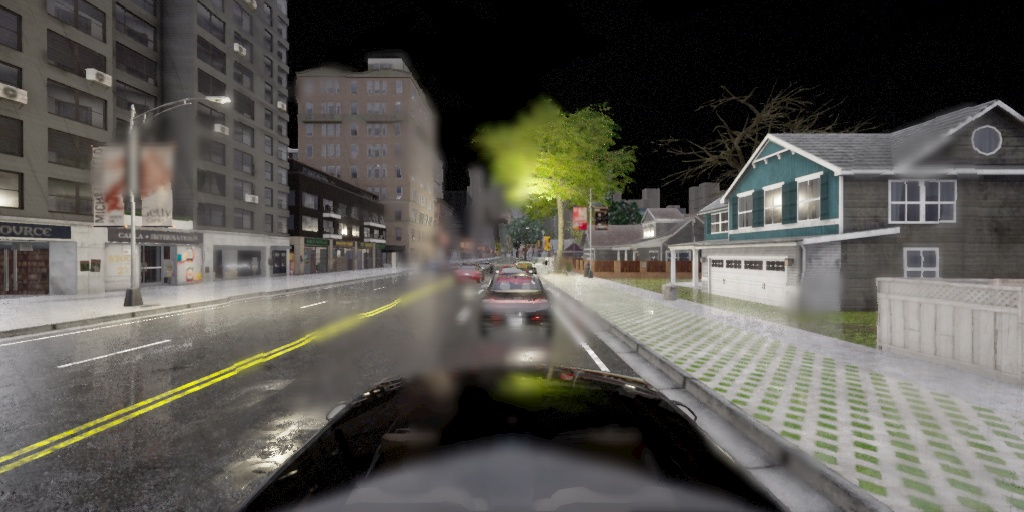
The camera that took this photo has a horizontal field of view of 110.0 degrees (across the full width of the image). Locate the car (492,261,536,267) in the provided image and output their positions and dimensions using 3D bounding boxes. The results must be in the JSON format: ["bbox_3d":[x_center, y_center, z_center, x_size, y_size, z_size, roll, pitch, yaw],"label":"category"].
[{"bbox_3d":[0.118,1.219,19.816,1.882,1.535,5.008,0,0,0],"label":"car"}]

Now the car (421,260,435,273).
[{"bbox_3d":[-9.809,1.237,43.899,1.812,1.442,4.674,0,0,0],"label":"car"}]

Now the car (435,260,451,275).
[{"bbox_3d":[-6.564,1.283,38.471,1.994,1.385,4.181,0,0,0],"label":"car"}]

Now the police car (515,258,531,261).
[{"bbox_3d":[1.002,1.156,29.545,1.930,1.638,5.238,0,0,0],"label":"police car"}]

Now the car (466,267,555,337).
[{"bbox_3d":[0.111,1.239,10.312,2.128,1.511,4.902,0,0,0],"label":"car"}]

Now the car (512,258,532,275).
[{"bbox_3d":[1.011,1.069,39.405,2.097,1.767,4.553,0,0,0],"label":"car"}]

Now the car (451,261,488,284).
[{"bbox_3d":[-3.123,1.295,27.222,1.994,1.385,4.181,0,0,0],"label":"car"}]

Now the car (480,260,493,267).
[{"bbox_3d":[-3.110,1.205,41.872,2.128,1.511,4.902,0,0,0],"label":"car"}]
